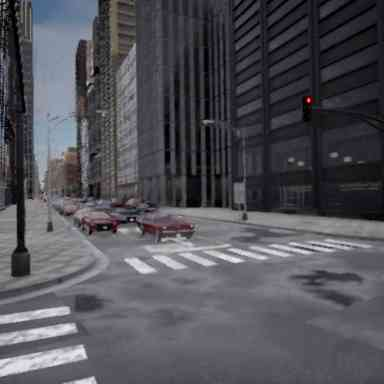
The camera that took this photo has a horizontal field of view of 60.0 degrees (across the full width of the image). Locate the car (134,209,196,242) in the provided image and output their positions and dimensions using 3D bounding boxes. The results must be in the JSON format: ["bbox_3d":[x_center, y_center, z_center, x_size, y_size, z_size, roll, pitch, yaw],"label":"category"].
[{"bbox_3d":[-1.514,1.827,18.214,1.895,1.301,4.718,-1,0,-24],"label":"car"}]

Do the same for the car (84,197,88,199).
[{"bbox_3d":[-24.229,2.179,81.136,2.192,1.841,5.009,0,-1,-25],"label":"car"}]

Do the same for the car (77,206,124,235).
[{"bbox_3d":[-5.994,1.860,21.402,1.887,1.381,4.507,0,-1,-25],"label":"car"}]

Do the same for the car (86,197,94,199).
[{"bbox_3d":[-17.465,2.175,60.367,2.128,1.511,4.902,-1,0,-25],"label":"car"}]

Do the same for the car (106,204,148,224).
[{"bbox_3d":[-5.280,1.897,26.420,1.994,1.385,4.181,-1,0,-25],"label":"car"}]

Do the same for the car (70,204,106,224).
[{"bbox_3d":[-8.285,1.905,26.353,1.752,1.417,4.829,0,-1,-25],"label":"car"}]

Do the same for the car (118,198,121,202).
[{"bbox_3d":[-12.424,1.904,55.612,2.192,1.841,5.009,0,-1,-25],"label":"car"}]

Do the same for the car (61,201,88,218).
[{"bbox_3d":[-13.078,2.054,36.717,1.887,1.381,4.507,0,-1,-25],"label":"car"}]

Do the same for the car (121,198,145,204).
[{"bbox_3d":[-7.702,1.786,45.403,2.192,1.841,5.009,0,-1,-25],"label":"car"}]

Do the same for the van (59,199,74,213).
[{"bbox_3d":[-17.801,1.972,46.930,1.690,1.788,3.998,0,-1,-25],"label":"van"}]

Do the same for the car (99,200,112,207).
[{"bbox_3d":[-17.144,2.283,65.820,1.802,1.307,4.206,0,-1,-25],"label":"car"}]

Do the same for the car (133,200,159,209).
[{"bbox_3d":[-5.340,1.975,40.295,1.947,1.339,4.313,0,-1,-25],"label":"car"}]

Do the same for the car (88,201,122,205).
[{"bbox_3d":[-9.208,1.988,34.920,2.033,1.411,5.357,-1,0,-25],"label":"car"}]

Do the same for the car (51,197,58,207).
[{"bbox_3d":[-24.884,2.241,62.244,1.967,1.590,4.097,0,-1,-25],"label":"car"}]

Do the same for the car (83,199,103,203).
[{"bbox_3d":[-13.334,2.075,43.903,1.812,1.442,4.674,-1,0,-24],"label":"car"}]

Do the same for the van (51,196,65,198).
[{"bbox_3d":[-27.245,2.196,67.350,1.690,1.788,3.998,0,-1,-25],"label":"van"}]

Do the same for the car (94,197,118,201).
[{"bbox_3d":[-13.332,1.936,51.433,2.097,1.767,4.553,-1,0,-25],"label":"car"}]

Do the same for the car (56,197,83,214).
[{"bbox_3d":[-15.440,1.886,41.825,2.192,1.841,5.009,0,-1,-25],"label":"car"}]

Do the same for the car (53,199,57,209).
[{"bbox_3d":[-20.161,2.240,52.033,2.008,1.369,4.403,0,-1,-25],"label":"car"}]

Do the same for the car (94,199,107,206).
[{"bbox_3d":[-19.506,2.300,70.924,1.887,1.381,4.507,0,-1,-25],"label":"car"}]
